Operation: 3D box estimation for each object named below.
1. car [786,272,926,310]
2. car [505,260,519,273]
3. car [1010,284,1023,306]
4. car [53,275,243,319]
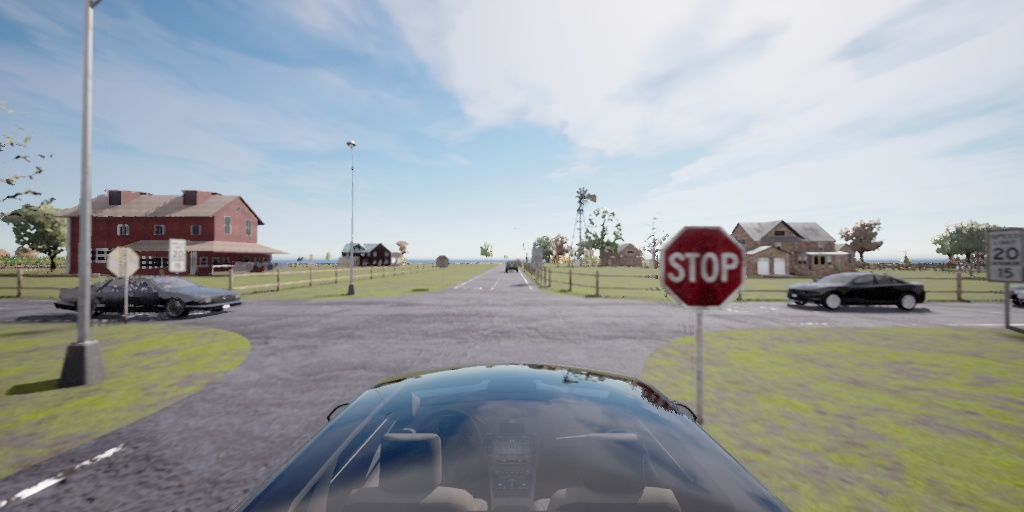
[{"bbox_3d":[14.812,1.459,15.626,5.008,1.535,1.882,0,-1,0],"label":"car"},{"bbox_3d":[-0.017,1.717,59.829,2.150,2.045,5.566,0,-1,0],"label":"car"},{"bbox_3d":[24.662,1.510,15.550,4.902,1.511,2.128,0,-1,0],"label":"car"},{"bbox_3d":[-12.890,1.410,12.880,5.357,1.411,2.033,0,-1,0],"label":"car"}]
